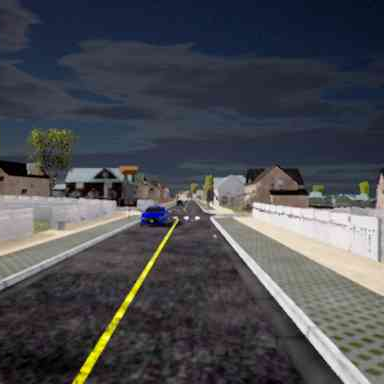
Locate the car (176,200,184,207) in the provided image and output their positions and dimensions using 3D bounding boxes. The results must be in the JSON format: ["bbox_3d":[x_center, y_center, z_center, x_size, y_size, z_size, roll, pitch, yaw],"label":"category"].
[{"bbox_3d":[-2.780,2.594,77.327,1.837,1.490,4.892,0,-1,0],"label":"car"}]

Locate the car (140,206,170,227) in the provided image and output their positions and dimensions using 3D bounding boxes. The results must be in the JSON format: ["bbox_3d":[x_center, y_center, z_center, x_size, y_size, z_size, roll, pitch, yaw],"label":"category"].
[{"bbox_3d":[-2.813,1.827,25.936,1.882,1.535,5.008,0,-1,0],"label":"car"}]
